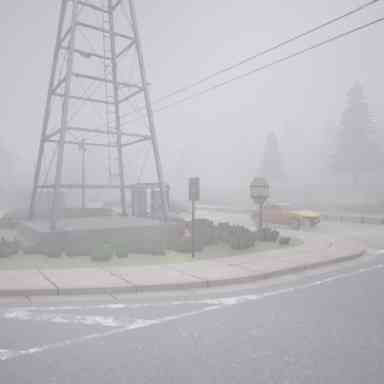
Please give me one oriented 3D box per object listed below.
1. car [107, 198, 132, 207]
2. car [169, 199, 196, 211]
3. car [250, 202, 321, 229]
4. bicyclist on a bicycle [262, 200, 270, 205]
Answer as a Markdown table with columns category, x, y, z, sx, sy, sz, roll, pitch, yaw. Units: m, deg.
| category | x | y | z | sx | sy | sz | roll | pitch | yaw |
| --- | --- | --- | --- | --- | --- | --- | --- | --- | --- |
| car | -10.341 | 1.560 | 46.516 | 4.181 | 1.385 | 1.994 | 0 | 0 | 8 |
| car | -1.493 | 1.489 | 33.068 | 2.128 | 1.511 | 4.902 | 0 | 0 | -34 |
| car | 6.037 | 1.474 | 22.013 | 1.882 | 1.535 | 5.008 | 0 | 0 | -34 |
| bicyclist on a bicycle | 7.263 | 1.399 | 32.661 | 1.656 | 1.620 | 0.582 | -7 | 4 | -34 |
